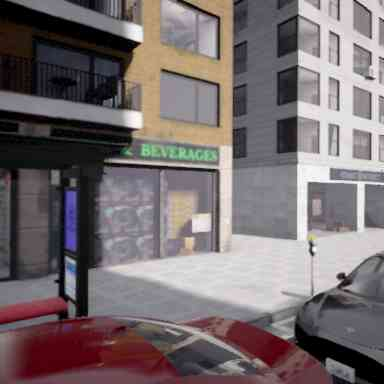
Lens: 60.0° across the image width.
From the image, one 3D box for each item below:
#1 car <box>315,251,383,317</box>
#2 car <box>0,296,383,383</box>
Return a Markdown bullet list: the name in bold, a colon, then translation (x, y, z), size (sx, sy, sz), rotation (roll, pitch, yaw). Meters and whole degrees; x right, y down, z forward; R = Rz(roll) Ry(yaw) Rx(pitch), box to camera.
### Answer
- **car**: translation (3.382, 1.585, 4.930), size (4.313, 1.339, 1.947), rotation (0, 0, -36)
- **car**: translation (-1.074, 1.540, 1.664), size (4.507, 1.381, 1.887), rotation (0, 0, -36)
